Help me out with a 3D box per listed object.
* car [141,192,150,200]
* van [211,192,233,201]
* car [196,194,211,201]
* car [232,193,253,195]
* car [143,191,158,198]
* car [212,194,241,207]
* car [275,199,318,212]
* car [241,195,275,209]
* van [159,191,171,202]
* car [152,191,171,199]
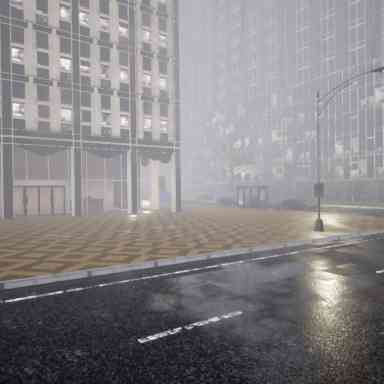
[{"bbox_3d":[-10.823,1.039,68.715,2.008,1.369,4.403,0,1,-34],"label":"car"},{"bbox_3d":[5.738,0.855,59.401,1.690,1.788,3.998,0,1,-34],"label":"van"},{"bbox_3d":[2.521,1.043,64.089,1.802,1.307,4.206,0,1,-34],"label":"car"},{"bbox_3d":[8.759,1.144,50.417,1.837,1.490,4.892,-1,1,-34],"label":"car"},{"bbox_3d":[-10.351,0.685,82.826,1.967,1.590,4.097,0,1,-34],"label":"car"},{"bbox_3d":[5.222,1.319,45.262,1.947,1.339,4.313,0,1,-34],"label":"car"},{"bbox_3d":[11.596,1.423,35.848,1.947,1.339,4.313,0,1,-34],"label":"car"},{"bbox_3d":[8.392,1.388,40.545,1.802,1.307,4.206,0,1,-34],"label":"car"},{"bbox_3d":[-4.387,0.937,59.343,1.690,1.788,3.998,0,1,-34],"label":"van"},{"bbox_3d":[-7.133,0.614,78.140,2.192,1.841,5.009,0,1,-34],"label":"car"}]
